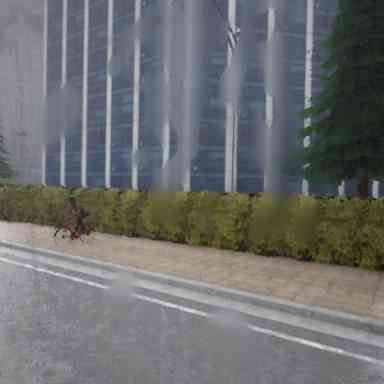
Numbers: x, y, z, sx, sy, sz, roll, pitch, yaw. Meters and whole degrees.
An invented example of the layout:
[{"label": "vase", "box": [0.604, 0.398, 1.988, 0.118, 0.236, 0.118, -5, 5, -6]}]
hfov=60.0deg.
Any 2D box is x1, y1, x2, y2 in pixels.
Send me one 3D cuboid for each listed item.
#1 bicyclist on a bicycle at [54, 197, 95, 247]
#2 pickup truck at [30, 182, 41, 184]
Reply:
[{"label": "bicyclist on a bicycle", "box": [-3.927, 0.995, 11.249, 0.582, 1.620, 1.656, 2, 1, 34]}, {"label": "pickup truck", "box": [-33.573, -1.095, 72.100, 6.274, 2.098, 2.390, 1, 1, -26]}]
